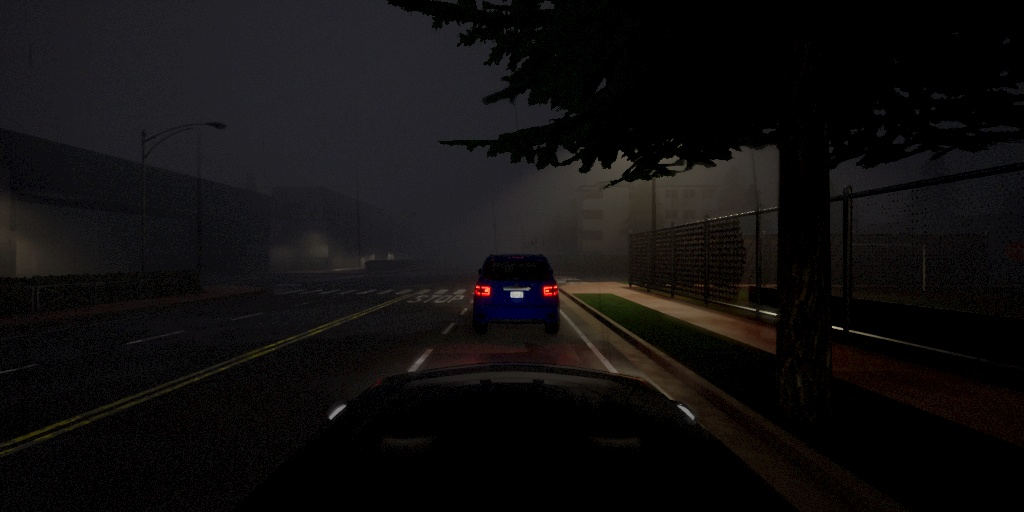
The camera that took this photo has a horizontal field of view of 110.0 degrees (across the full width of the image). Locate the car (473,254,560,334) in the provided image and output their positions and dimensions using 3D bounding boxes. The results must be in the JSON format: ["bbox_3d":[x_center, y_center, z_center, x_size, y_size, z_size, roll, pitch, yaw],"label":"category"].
[{"bbox_3d":[0.115,0.972,10.809,2.150,2.045,5.566,0,0,0],"label":"car"}]

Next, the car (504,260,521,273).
[{"bbox_3d":[0.022,1.242,45.675,2.128,1.511,4.902,0,0,0],"label":"car"}]
